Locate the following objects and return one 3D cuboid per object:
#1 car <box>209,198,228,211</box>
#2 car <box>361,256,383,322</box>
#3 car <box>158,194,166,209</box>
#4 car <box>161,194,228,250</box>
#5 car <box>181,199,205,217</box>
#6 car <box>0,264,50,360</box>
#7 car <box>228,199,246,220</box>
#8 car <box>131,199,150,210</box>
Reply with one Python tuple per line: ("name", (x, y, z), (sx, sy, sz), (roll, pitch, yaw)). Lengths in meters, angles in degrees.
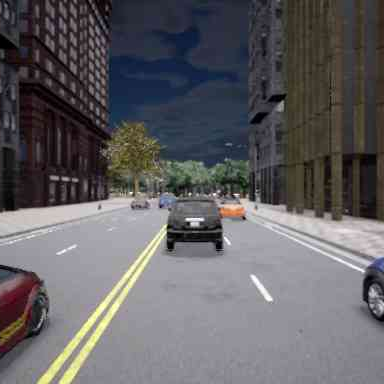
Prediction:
("car", (3.272, 1.565, 41.823), (2.033, 1.411, 5.357), (0, 0, 0))
("car", (4.223, 1.355, 4.389), (2.097, 1.767, 4.553), (0, 0, 0))
("car", (-3.342, 1.238, 45.419), (2.150, 2.045, 5.566), (0, 0, 0))
("car", (0.097, 1.227, 14.394), (2.150, 2.045, 5.566), (0, 0, 0))
("car", (0.095, 1.504, 32.716), (2.128, 1.511, 4.902), (0, 0, 0))
("car", (-3.353, 1.565, 3.837), (1.994, 1.385, 4.181), (0, 0, 0))
("car", (3.301, 1.365, 28.639), (2.097, 1.767, 4.553), (0, 0, 0))
("car", (-6.587, 1.579, 42.688), (1.994, 1.385, 4.181), (0, 0, 0))
